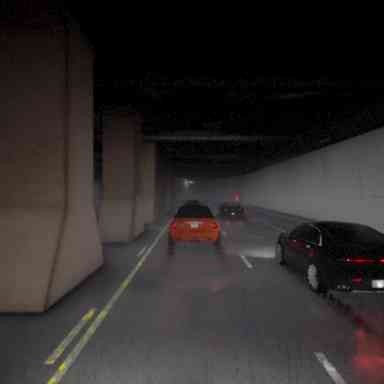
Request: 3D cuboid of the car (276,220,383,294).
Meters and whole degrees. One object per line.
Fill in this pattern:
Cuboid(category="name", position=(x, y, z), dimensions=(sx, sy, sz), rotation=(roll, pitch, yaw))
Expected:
Cuboid(category="car", position=(3.597, 1.506, 8.785), dimensions=(1.837, 1.490, 4.892), rotation=(0, 0, 0))

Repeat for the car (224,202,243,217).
Cuboid(category="car", position=(3.590, 1.606, 31.415), dimensions=(1.895, 1.301, 4.718), rotation=(0, 0, 0))

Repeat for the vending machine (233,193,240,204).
Cuboid(category="vending machine", position=(8.574, 1.206, 63.669), dimensions=(1.100, 2.100, 0.880), rotation=(0, 0, -7))

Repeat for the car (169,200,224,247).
Cuboid(category="car", position=(0.095, 1.355, 15.285), dimensions=(2.097, 1.767, 4.553), rotation=(0, 0, 0))

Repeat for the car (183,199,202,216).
Cuboid(category="car", position=(0.077, 1.531, 33.980), dimensions=(1.812, 1.442, 4.674), rotation=(0, 0, 0))
